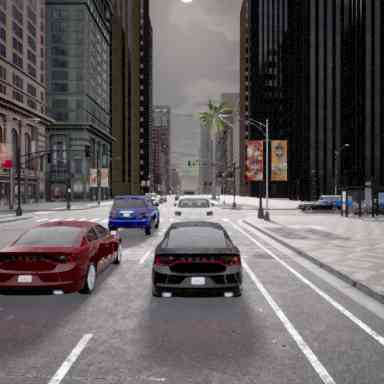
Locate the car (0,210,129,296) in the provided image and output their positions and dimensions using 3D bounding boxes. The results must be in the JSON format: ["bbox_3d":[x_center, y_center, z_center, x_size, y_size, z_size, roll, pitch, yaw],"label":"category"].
[{"bbox_3d":[-3.151,1.477,8.724,1.882,1.535,5.008,0,0,0],"label":"car"}]

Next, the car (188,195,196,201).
[{"bbox_3d":[-0.004,1.505,83.177,1.837,1.490,4.892,0,0,0],"label":"car"}]

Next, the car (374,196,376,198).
[{"bbox_3d":[24.001,1.198,37.067,5.566,2.045,2.150,0,0,0],"label":"car"}]

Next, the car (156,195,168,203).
[{"bbox_3d":[-6.504,1.529,72.689,2.128,1.511,4.902,0,0,0],"label":"car"}]

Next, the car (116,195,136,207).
[{"bbox_3d":[-9.876,1.354,50.320,2.097,1.767,4.553,0,0,1],"label":"car"}]

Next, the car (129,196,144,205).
[{"bbox_3d":[-9.833,1.528,59.014,1.812,1.442,4.674,0,0,0],"label":"car"}]

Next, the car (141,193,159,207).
[{"bbox_3d":[-6.594,1.223,52.523,2.150,2.045,5.566,0,0,0],"label":"car"}]

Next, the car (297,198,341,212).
[{"bbox_3d":[14.243,1.584,37.068,4.718,1.301,1.895,0,0,0],"label":"car"}]

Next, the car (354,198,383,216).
[{"bbox_3d":[17.069,1.549,31.206,4.403,1.369,2.008,0,0,0],"label":"car"}]

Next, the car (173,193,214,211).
[{"bbox_3d":[0.106,1.223,19.069,2.150,2.045,5.566,0,0,0],"label":"car"}]

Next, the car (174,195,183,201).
[{"bbox_3d":[-3.254,1.497,81.583,1.837,1.490,4.892,0,0,0],"label":"car"}]

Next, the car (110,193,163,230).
[{"bbox_3d":[-3.179,1.223,19.114,2.150,2.045,5.566,0,0,1],"label":"car"}]

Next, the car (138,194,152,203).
[{"bbox_3d":[-9.753,1.359,69.227,2.097,1.767,4.553,0,0,0],"label":"car"}]

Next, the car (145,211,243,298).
[{"bbox_3d":[0.099,1.477,8.599,1.882,1.535,5.008,0,0,0],"label":"car"}]

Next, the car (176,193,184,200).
[{"bbox_3d":[-3.253,1.194,91.973,2.097,1.767,4.553,0,0,0],"label":"car"}]

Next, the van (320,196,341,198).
[{"bbox_3d":[17.064,1.315,39.730,3.998,1.788,1.690,0,0,0],"label":"van"}]

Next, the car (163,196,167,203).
[{"bbox_3d":[-6.563,1.494,62.567,2.128,1.511,4.902,0,0,1],"label":"car"}]
